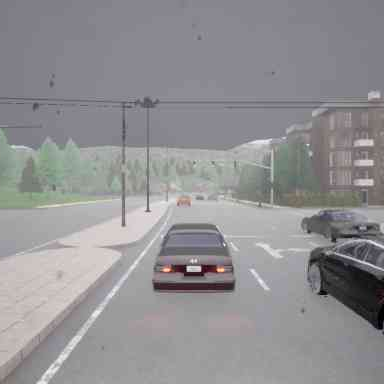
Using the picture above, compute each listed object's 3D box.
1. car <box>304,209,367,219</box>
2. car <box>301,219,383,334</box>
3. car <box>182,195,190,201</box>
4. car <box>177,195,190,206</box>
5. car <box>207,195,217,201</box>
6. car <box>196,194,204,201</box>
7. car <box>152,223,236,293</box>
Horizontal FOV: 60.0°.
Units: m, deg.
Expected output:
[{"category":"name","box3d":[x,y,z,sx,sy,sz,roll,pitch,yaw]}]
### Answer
[{"category":"car","box3d":[7.044,1.547,16.255,2.033,1.411,5.357,0,0,0]},{"category":"car","box3d":[3.586,1.492,5.770,2.128,1.511,4.902,0,0,0]},{"category":"car","box3d":[-1.490,1.523,85.570,1.812,1.442,4.674,0,0,0]},{"category":"car","box3d":[-1.338,1.352,54.745,2.097,1.767,4.553,0,0,-1]},{"category":"car","box3d":[5.510,1.539,85.614,2.033,1.411,5.357,0,0,0]},{"category":"car","box3d":[2.010,1.477,85.608,1.882,1.535,5.008,0,0,0]},{"category":"car","box3d":[0.045,1.547,9.000,2.033,1.411,5.357,0,0,0]}]
